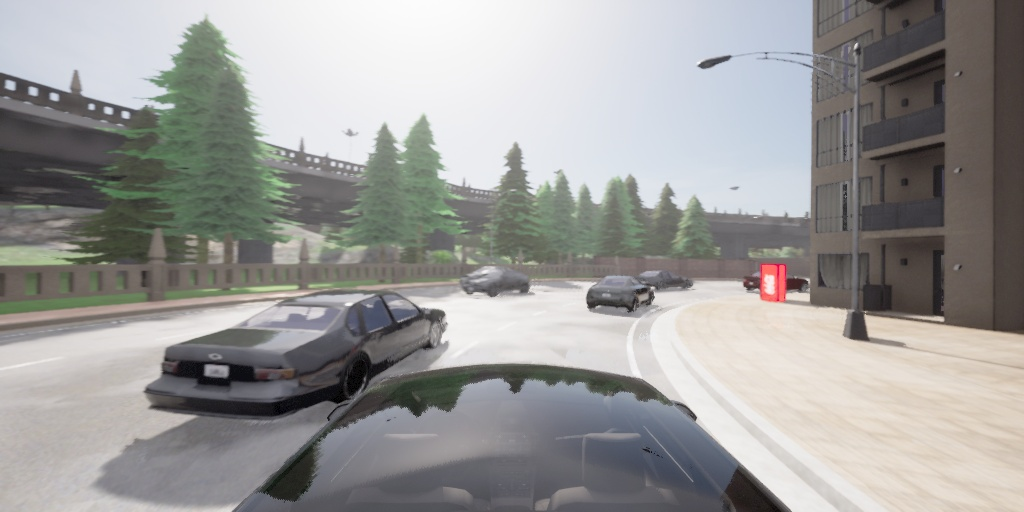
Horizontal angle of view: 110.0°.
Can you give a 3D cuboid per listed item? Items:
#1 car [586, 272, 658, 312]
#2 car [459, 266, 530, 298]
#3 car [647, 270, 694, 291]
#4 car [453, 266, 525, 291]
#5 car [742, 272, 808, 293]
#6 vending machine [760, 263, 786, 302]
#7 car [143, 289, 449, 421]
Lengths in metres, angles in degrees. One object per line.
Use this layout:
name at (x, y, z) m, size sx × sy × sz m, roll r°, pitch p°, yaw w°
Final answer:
car at (4.818, 1.551, 15.780) m, size 1.994 × 1.385 × 4.181 m, roll 0°, pitch -1°, yaw 33°
car at (-0.733, 1.461, 20.250) m, size 1.812 × 1.442 × 4.674 m, roll 0°, pitch -1°, yaw 37°
car at (11.042, 1.760, 26.426) m, size 5.357 × 1.411 × 2.033 m, roll 1°, pitch -1°, yaw -31°
car at (-1.471, 1.464, 24.869) m, size 2.128 × 1.511 × 4.902 m, roll 0°, pitch -1°, yaw 42°
car at (19.178, 1.832, 26.080) m, size 5.008 × 1.535 × 1.882 m, roll 1°, pitch -1°, yaw -20°
vending machine at (13.098, 1.355, 18.007) m, size 0.880 × 2.100 × 1.100 m, roll 0°, pitch 0°, yaw -38°
car at (-2.771, 1.297, 6.285) m, size 2.033 × 1.411 × 5.357 m, roll 1°, pitch -1°, yaw 8°
